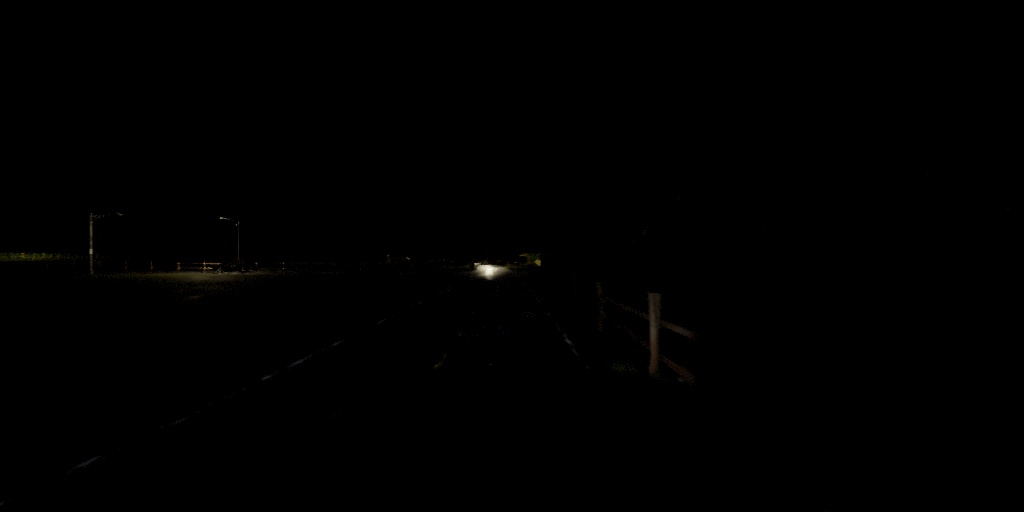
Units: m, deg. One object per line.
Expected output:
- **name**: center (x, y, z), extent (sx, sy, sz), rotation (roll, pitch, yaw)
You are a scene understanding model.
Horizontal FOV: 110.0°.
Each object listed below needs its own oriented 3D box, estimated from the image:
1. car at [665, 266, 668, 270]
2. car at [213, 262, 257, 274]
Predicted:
- **car**: center (24.898, 1.891, 54.475), extent (4.892, 1.490, 1.837), rotation (0, 0, -10)
- **car**: center (-36.410, 1.564, 47.239), extent (4.892, 1.490, 1.837), rotation (1, 0, -4)
